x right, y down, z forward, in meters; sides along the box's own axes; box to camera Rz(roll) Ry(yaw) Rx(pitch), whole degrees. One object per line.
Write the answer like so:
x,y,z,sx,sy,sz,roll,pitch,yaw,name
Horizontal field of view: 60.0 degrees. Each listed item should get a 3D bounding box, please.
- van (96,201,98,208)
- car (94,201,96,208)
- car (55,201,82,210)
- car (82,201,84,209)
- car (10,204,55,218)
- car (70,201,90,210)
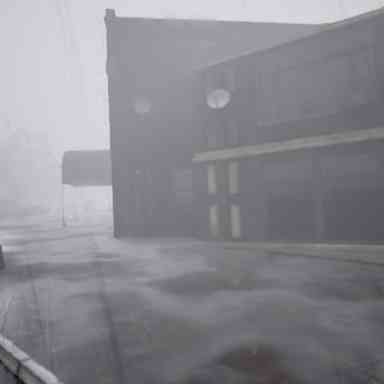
-28.584,3.465,90.484,4.442,1.987,1.878,-3,-1,-19,van
-28.522,3.650,87.569,4.792,1.488,2.163,-3,-1,-19,car
-28.610,3.112,75.825,5.566,2.045,2.435,-3,-2,-19,car
-28.614,3.459,78.736,4.792,1.488,2.163,-3,-1,-19,car
-18.399,2.191,38.634,2.033,1.411,5.357,-3,0,-1,car
-28.507,3.428,84.649,4.553,1.767,2.185,-3,-1,-20,car
